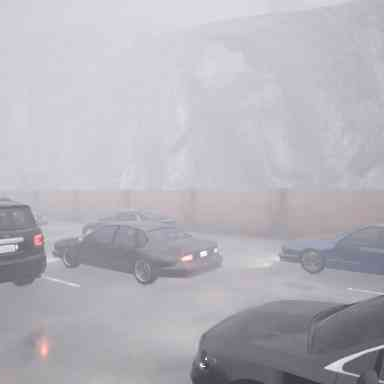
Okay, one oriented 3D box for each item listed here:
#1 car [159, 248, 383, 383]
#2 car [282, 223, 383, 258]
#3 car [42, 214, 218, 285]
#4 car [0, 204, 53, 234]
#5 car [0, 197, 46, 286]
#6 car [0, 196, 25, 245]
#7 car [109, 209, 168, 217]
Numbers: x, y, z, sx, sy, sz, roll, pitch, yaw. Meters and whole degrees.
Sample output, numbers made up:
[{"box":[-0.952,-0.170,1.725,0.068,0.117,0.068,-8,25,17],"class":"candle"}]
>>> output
[{"box":[2.247,1.505,2.445,4.892,1.490,1.837,0,0,35],"class":"car"},{"box":[5.160,1.547,8.916,5.357,1.411,2.033,0,0,35],"class":"car"},{"box":[-1.762,1.547,9.530,5.357,1.411,2.033,0,0,35],"class":"car"},{"box":[-11.011,1.547,20.402,5.357,1.411,2.033,0,0,35],"class":"car"},{"box":[-5.865,1.221,8.155,5.566,2.045,2.150,0,0,35],"class":"car"},{"box":[-10.357,1.221,15.634,5.566,2.045,2.150,0,0,36],"class":"car"},{"box":[-2.785,1.505,14.555,4.892,1.490,1.837,0,0,35],"class":"car"}]
